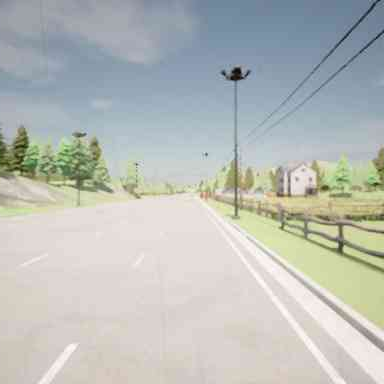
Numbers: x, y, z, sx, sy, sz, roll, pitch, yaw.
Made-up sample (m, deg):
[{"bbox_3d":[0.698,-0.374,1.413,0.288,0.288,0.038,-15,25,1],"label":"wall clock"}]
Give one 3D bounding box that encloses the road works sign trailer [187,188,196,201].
[{"bbox_3d":[-0.013,0.662,88.490,2.380,3.560,2.880,0,0,0],"label":"road works sign trailer"}]
